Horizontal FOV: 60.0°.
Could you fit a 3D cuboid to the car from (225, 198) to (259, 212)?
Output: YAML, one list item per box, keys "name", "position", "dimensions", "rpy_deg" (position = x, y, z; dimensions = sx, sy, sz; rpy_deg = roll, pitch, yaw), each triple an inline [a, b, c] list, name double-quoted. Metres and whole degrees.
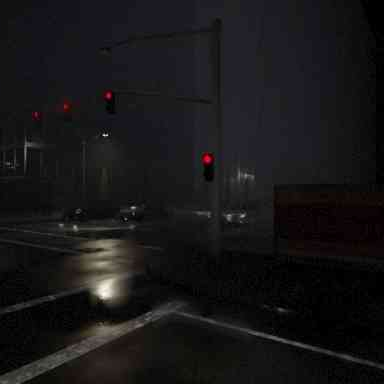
- name: "car"
  position: [6.289, 1.533, 39.705]
  dimensions: [1.882, 1.535, 5.008]
  rpy_deg: [0, 0, 36]

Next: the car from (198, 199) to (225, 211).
- name: "car"
  position: [2.704, 1.560, 40.714]
  dimensions: [1.837, 1.490, 4.892]
  rpy_deg: [0, 0, 36]

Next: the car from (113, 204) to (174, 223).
- name: "car"
  position: [-3.525, 1.656, 26.016]
  dimensions: [1.895, 1.301, 4.718]
  rpy_deg: [0, 0, 36]

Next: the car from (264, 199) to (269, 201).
- name: "car"
  position: [12.040, 1.249, 53.594]
  dimensions: [2.033, 1.411, 5.357]
  rpy_deg: [0, 0, 36]

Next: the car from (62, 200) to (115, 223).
- name: "car"
  position: [-7.789, 1.409, 26.069]
  dimensions: [2.097, 1.767, 4.553]
  rpy_deg: [0, 0, 36]
